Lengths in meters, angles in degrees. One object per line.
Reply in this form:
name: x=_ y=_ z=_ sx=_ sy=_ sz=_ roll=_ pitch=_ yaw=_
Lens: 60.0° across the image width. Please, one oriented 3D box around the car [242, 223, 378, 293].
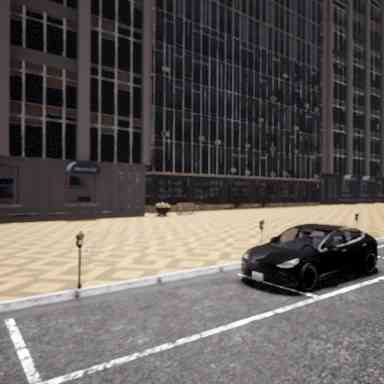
car: x=3.285 y=1.551 z=8.889 sx=4.313 sy=1.339 sz=1.947 roll=0 pitch=1 yaw=-35
